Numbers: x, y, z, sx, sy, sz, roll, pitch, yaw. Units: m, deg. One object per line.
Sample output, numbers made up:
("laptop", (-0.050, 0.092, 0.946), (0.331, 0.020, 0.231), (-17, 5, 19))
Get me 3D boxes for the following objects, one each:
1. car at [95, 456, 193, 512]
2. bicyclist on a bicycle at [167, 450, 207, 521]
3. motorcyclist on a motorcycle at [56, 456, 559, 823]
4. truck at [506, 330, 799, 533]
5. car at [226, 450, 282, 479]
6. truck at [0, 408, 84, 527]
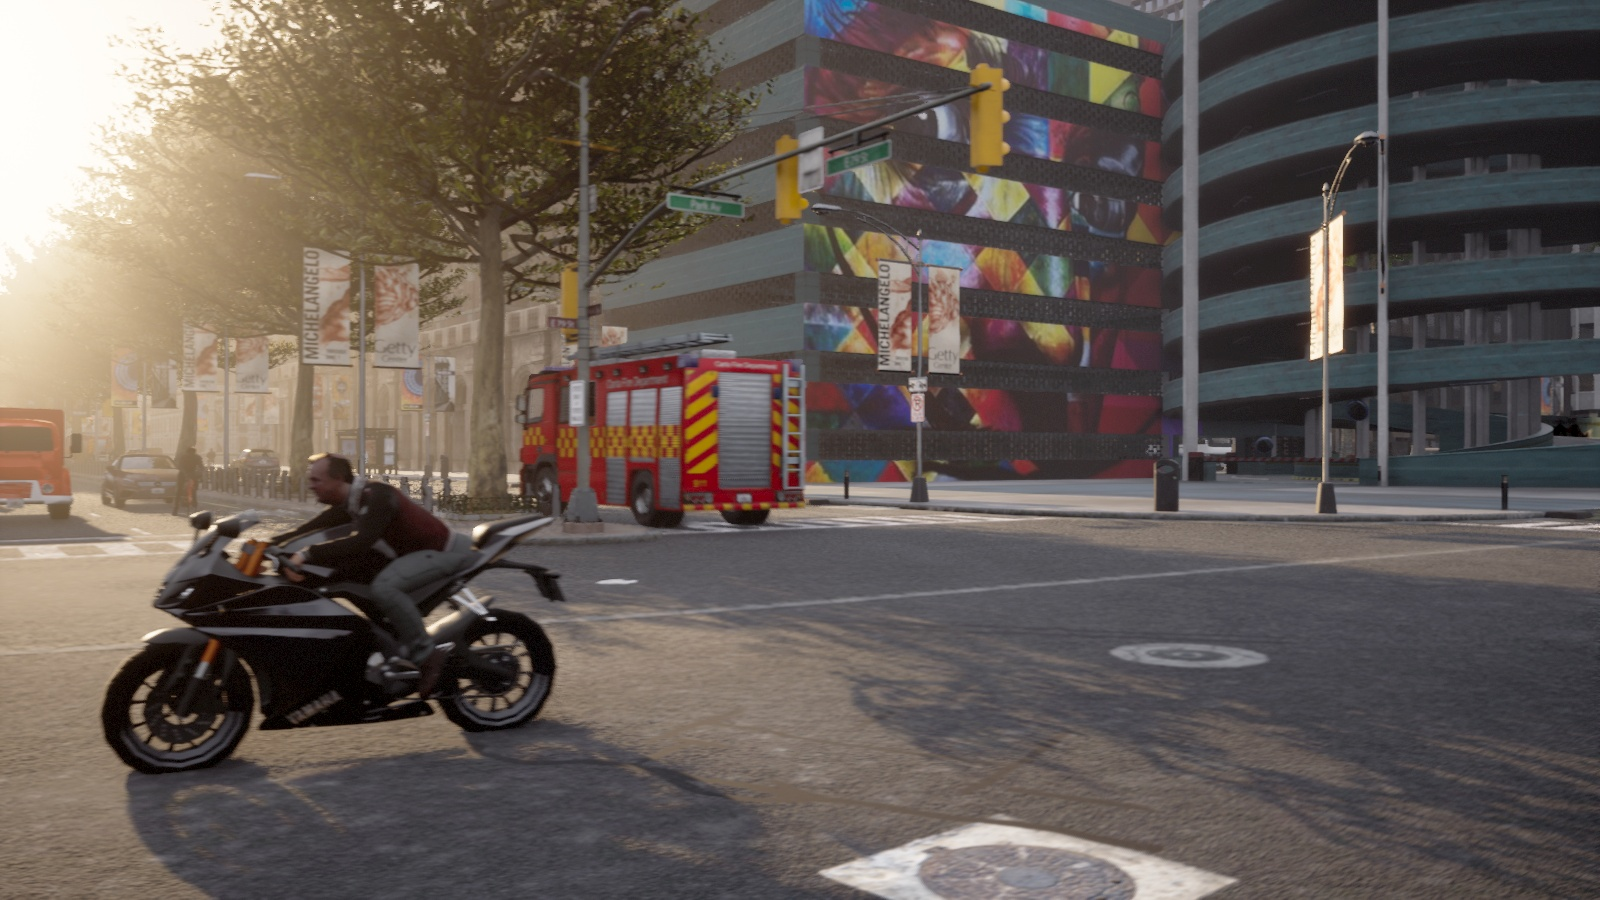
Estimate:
("car", (-18.249, 0.894, 34.830), (1.812, 1.442, 4.674), (0, 0, -35))
("bicyclist on a bicycle", (-14.291, 0.800, 29.276), (0.582, 1.620, 1.656), (0, 0, -35))
("motorcyclist on a motorcycle", (-2.397, 0.800, 6.254), (2.191, 1.530, 0.866), (0, 0, -35))
("truck", (-3.600, -0.344, 27.978), (2.891, 3.827, 8.468), (0, 0, -34))
("car", (-32.997, 0.845, 75.845), (2.242, 1.667, 4.611), (0, 0, -35))
("truck", (-17.885, 0.365, 28.220), (2.627, 2.467, 5.204), (0, 0, -35))
